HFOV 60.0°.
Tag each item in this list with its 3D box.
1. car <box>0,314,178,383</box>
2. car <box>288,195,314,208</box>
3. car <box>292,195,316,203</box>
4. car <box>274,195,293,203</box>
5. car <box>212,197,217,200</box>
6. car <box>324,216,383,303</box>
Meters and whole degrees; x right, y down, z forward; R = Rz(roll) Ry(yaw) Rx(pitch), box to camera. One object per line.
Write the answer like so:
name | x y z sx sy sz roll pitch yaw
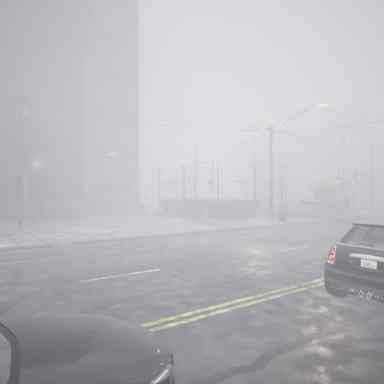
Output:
car | -2.258 1.526 2.149 4.674 1.442 1.812 0 0 -35
car | 14.988 1.254 45.871 4.553 1.767 2.185 0 0 -36
car | 21.907 1.420 64.929 4.674 1.452 2.002 0 0 -36
car | 19.002 1.452 68.932 3.806 1.475 1.970 0 0 -36
car | 4.259 1.575 60.449 4.718 1.301 1.895 0 0 -36
car | 5.001 1.352 7.357 4.553 1.767 2.097 0 0 -35
